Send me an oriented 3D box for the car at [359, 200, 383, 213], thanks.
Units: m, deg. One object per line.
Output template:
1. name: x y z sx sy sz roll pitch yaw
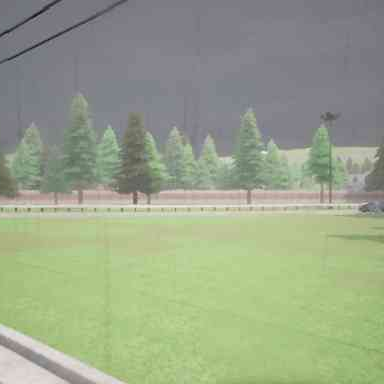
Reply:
1. car: 20.217 1.598 35.770 4.181 1.385 1.994 0 0 -14
